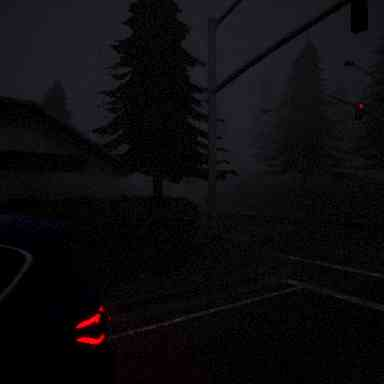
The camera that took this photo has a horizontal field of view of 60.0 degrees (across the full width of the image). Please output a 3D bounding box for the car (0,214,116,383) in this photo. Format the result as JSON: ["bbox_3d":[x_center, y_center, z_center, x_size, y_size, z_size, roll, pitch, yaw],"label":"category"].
[{"bbox_3d":[-3.213,1.221,1.789,5.566,2.045,2.150,0,0,-37],"label":"car"}]
